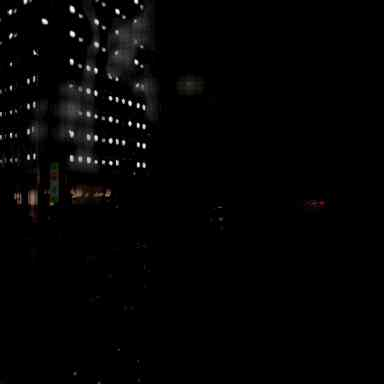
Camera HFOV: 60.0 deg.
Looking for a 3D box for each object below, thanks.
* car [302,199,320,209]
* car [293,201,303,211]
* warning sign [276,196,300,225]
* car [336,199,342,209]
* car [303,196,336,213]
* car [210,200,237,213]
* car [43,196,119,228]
[{"bbox_3d":[19.015,1.879,52.847,1.812,1.442,4.674,0,0,31],"label":"car"},{"bbox_3d":[13.995,1.900,44.786,1.895,1.301,4.718,0,-1,33],"label":"car"},{"bbox_3d":[6.678,1.251,23.066,1.300,1.860,1.060,0,0,34],"label":"warning sign"},{"bbox_3d":[21.793,1.816,51.159,1.882,1.535,5.008,0,0,31],"label":"car"},{"bbox_3d":[16.278,1.501,42.343,2.150,2.045,5.566,0,-1,34],"label":"car"},{"bbox_3d":[4.020,1.784,41.728,1.837,1.490,4.892,0,-1,34],"label":"car"},{"bbox_3d":[-7.890,1.364,24.275,2.150,2.045,5.566,0,0,34],"label":"car"}]
